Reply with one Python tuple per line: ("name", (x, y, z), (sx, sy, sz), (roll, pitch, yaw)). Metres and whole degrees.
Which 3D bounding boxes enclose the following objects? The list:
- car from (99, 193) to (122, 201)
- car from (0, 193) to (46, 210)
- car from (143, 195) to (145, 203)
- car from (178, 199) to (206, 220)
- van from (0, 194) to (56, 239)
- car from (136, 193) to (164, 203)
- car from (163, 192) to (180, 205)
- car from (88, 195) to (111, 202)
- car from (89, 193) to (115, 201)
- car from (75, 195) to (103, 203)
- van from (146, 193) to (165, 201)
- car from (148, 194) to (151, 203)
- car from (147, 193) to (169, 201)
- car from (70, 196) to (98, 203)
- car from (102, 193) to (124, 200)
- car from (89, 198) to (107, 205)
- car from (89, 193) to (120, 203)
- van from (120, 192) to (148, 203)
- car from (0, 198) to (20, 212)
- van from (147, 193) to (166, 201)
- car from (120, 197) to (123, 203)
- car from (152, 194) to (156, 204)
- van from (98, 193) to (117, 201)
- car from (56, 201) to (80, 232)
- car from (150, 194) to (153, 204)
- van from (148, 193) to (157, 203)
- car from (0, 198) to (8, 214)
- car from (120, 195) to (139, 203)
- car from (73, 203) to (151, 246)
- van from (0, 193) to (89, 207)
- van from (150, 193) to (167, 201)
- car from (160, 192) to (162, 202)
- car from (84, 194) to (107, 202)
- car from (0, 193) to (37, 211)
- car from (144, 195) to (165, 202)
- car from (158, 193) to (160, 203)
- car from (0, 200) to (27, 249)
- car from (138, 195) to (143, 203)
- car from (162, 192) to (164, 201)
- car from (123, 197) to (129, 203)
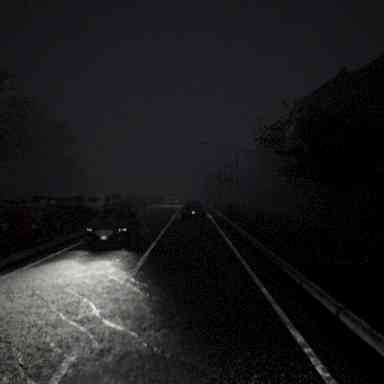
("car", (-22.011, 1.281, 89.799), (5.566, 2.045, 2.435), (0, 0, 0))
("car", (-21.913, 1.179, 42.370), (5.566, 2.045, 2.435), (0, 0, 0))
("car", (-8.891, 1.459, 42.746), (4.792, 1.488, 2.163), (0, 0, 0))
("car", (0.112, 1.515, 27.105), (1.994, 1.385, 4.181), (0, 0, 0))
("van", (-8.724, 1.205, 14.715), (4.442, 1.987, 1.878), (0, 0, 0))
("car", (-8.858, 1.239, 70.779), (5.566, 2.045, 2.435), (0, 0, 0))
("car", (-3.268, 1.206, 57.832), (2.150, 2.045, 5.566), (0, 0, 1))
("car", (-21.944, 1.538, 78.696), (4.792, 1.488, 2.163), (0, 0, 0))
("car", (-22.004, 1.264, 81.472), (5.566, 2.045, 2.435), (0, 0, 0))
("car", (-21.781, 1.488, 70.369), (5.366, 1.575, 1.946), (0, 0, 0))
("van", (-9.013, 1.288, 81.992), (4.442, 1.987, 1.878), (0, 0, 0))
("car", (-8.838, 1.471, 48.352), (4.792, 1.488, 2.163), (0, 0, 0))
("car", (-8.873, 1.275, 87.600), (5.566, 2.045, 2.435), (0, 0, 0))
("car", (-21.969, 1.486, 67.592), (4.892, 1.521, 2.231), (0, 0, 0))
("car", (-21.957, 1.282, 92.576), (5.566, 2.045, 2.435), (0, 0, 0))
("car", (-8.839, 1.422, 23.126), (5.008, 1.535, 2.097), (0, 0, 0))
("car", (-8.875, 1.168, 25.930), (5.566, 2.045, 2.435), (0, 0, 0))
("van", (-8.748, 1.209, 45.550), (4.442, 1.987, 1.878), (0, 0, 0))
("car", (-21.934, 1.460, 36.800), (4.674, 1.452, 2.002), (0, 0, 0))
("van", (-9.015, 1.294, 84.795), (4.442, 1.987, 1.878), (0, 0, 0))
("car", (-8.845, 1.417, 28.737), (4.892, 1.521, 2.231), (0, 0, 0))
("car", (-8.866, 1.453, 53.959), (5.008, 1.535, 2.097), (0, 0, 0))
("van", (-22.097, 1.301, 87.023), (4.442, 1.987, 1.878), (0, 0, 0))
("car", (-8.835, 1.429, 17.520), (4.892, 1.521, 2.231), (0, 0, 0))
("car", (-8.840, 1.477, 51.156), (4.792, 1.488, 2.163), (0, 0, 0))
("van", (-8.758, 1.234, 56.763), (4.442, 1.987, 1.878), (0, 0, 0))
("car", (-21.929, 1.418, 34.139), (5.008, 1.535, 2.097), (0, 0, 0))
("car", (-8.852, 1.418, 37.143), (5.008, 1.535, 2.097), (0, 0, 0))
("car", (-3.342, 1.456, 15.030), (2.128, 1.511, 4.902), (0, 0, 0))
("van", (-8.959, 1.199, 20.322), (4.442, 1.987, 1.878), (0, 0, 0))
("van", (-9.020, 1.306, 90.400), (4.442, 1.987, 1.878), (0, 0, 0))
("car", (-8.850, 1.352, 65.172), (4.553, 1.767, 2.185), (0, 0, 0))
("car", (-22.002, 1.377, 75.920), (4.553, 1.767, 2.185), (0, 0, 0))
("car", (-21.910, 1.173, 39.708), (5.566, 2.045, 2.435), (0, 0, 0))
("car", (-8.887, 1.509, 79.188), (4.892, 1.521, 2.231), (0, 0, 0))
("car", (-8.848, 1.346, 62.369), (4.553, 1.767, 2.185), (0, 0, 0))
("car", (-8.808, 1.308, 11.911), (4.553, 1.767, 2.185), (0, 0, 0))
("car", (-9.045, 1.420, 39.942), (5.366, 1.575, 1.946), (0, 0, 0))
("car", (-8.856, 1.232, 67.976), (5.566, 2.045, 2.435), (0, 0, 0))
("car", (-8.823, 1.445, 31.535), (4.792, 1.488, 2.163), (0, 0, 0))
